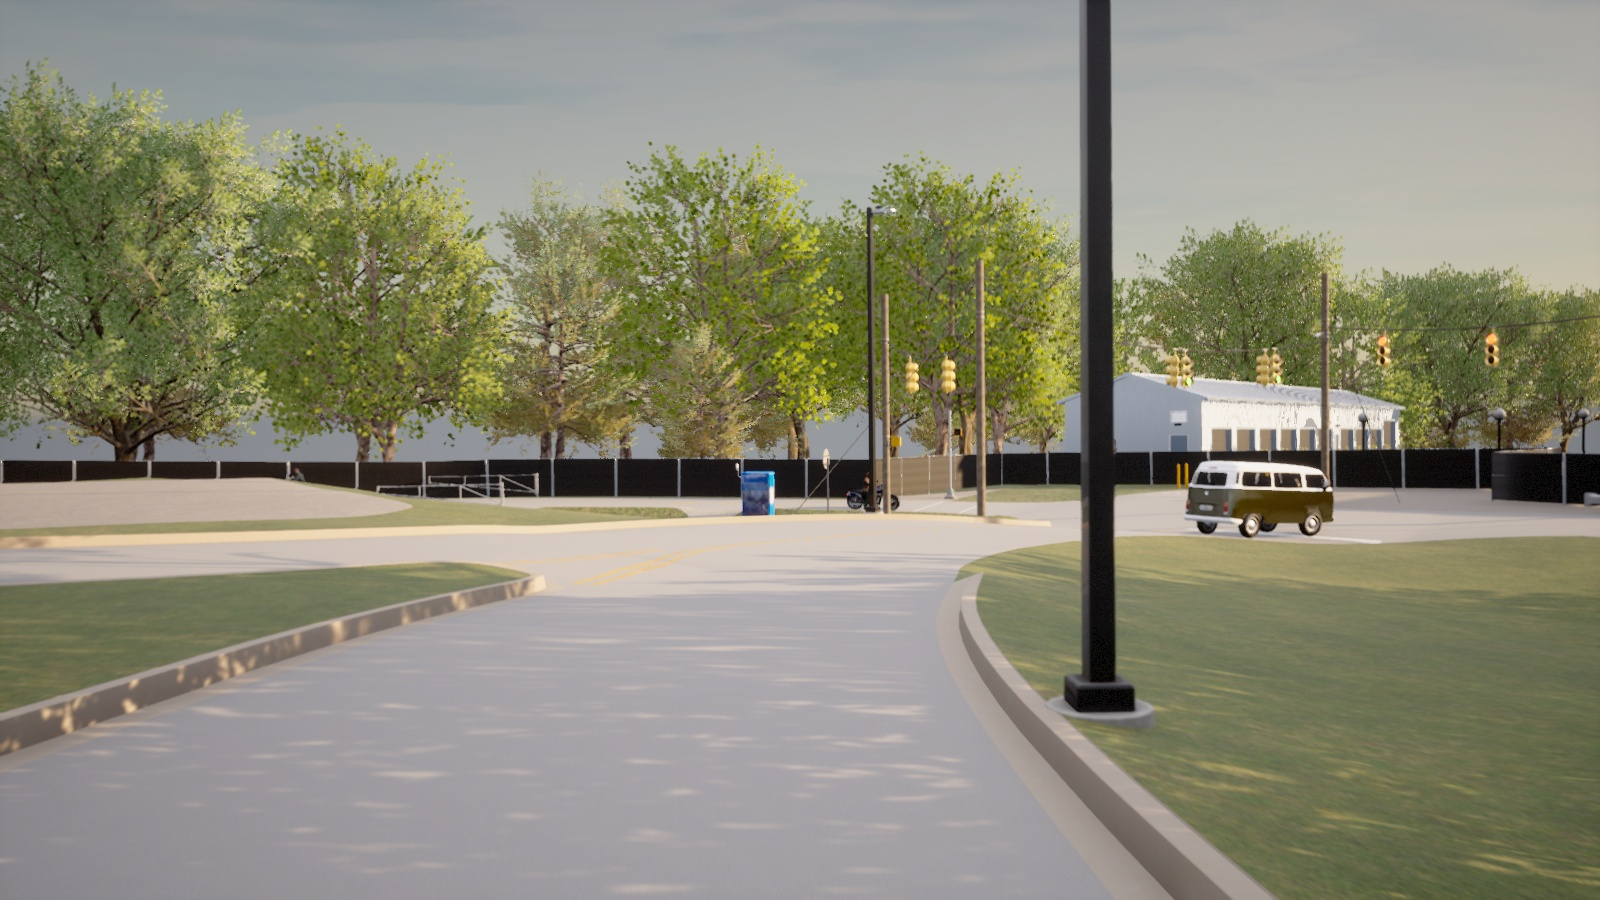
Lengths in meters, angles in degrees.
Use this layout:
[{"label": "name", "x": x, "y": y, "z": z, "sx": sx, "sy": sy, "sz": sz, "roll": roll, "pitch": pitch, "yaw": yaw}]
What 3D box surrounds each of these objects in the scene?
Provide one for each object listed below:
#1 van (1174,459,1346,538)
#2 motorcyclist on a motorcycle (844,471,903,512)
[{"label": "van", "x": 12.898, "y": 1.354, "z": 35.169, "sx": 4.480, "sy": 2.038, "sz": 2.069, "roll": 2, "pitch": 0, "yaw": -30}, {"label": "motorcyclist on a motorcycle", "x": 3.085, "y": 1.728, "z": 52.828, "sx": 2.350, "sy": 1.649, "sz": 0.766, "roll": 1, "pitch": 2, "yaw": 20}]
